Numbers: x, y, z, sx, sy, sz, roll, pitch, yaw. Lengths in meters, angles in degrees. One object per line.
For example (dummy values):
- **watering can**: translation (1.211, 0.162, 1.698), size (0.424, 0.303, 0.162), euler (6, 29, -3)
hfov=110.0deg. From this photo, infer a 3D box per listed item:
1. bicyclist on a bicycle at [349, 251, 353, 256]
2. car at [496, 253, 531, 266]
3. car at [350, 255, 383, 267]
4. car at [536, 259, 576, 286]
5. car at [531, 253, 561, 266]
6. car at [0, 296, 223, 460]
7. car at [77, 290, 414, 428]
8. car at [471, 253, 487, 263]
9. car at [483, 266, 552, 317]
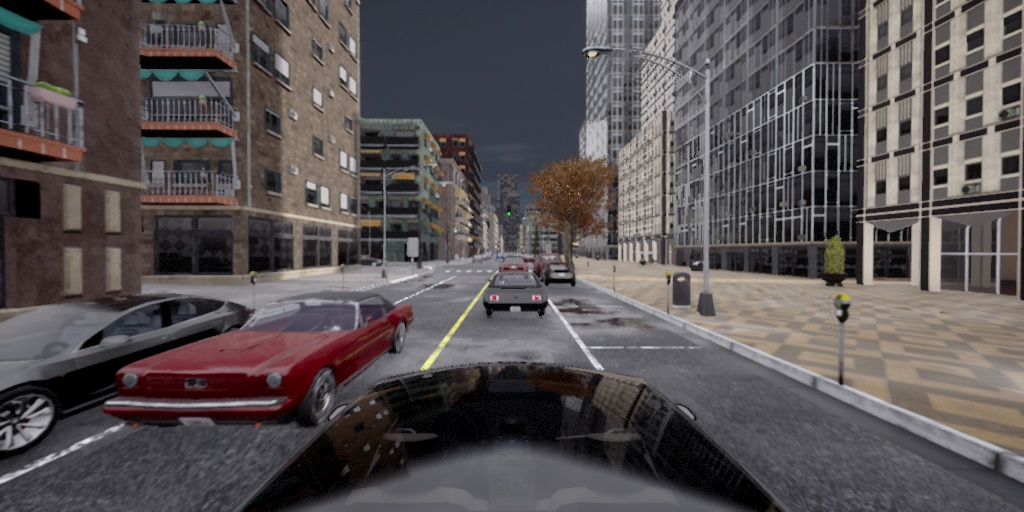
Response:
- **bicyclist on a bicycle**: translation (-23.146, 0.046, 51.298), size (0.582, 1.620, 1.656), euler (1, 1, -1)
- **car**: translation (0.108, 0.736, 26.953), size (2.097, 1.767, 4.553), euler (0, 1, 0)
- **car**: translation (-16.418, 0.538, 40.050), size (4.403, 1.370, 2.007), euler (0, 0, -1)
- **car**: translation (2.700, 1.028, 21.551), size (1.948, 1.339, 4.313), euler (0, 0, 0)
- **car**: translation (2.703, 0.697, 27.074), size (2.192, 1.841, 5.009), euler (0, 0, 0)
- **car**: translation (-5.688, 1.267, 4.989), size (1.948, 1.339, 4.313), euler (0, 0, 0)
- **car**: translation (-3.099, 1.291, 5.726), size (1.895, 1.301, 4.718), euler (0, 1, 0)
- **car**: translation (-5.663, 0.480, 59.462), size (2.007, 1.370, 4.403), euler (0, 0, 0)
- **car**: translation (0.104, 1.194, 12.439), size (1.895, 1.301, 4.718), euler (0, 1, 0)
